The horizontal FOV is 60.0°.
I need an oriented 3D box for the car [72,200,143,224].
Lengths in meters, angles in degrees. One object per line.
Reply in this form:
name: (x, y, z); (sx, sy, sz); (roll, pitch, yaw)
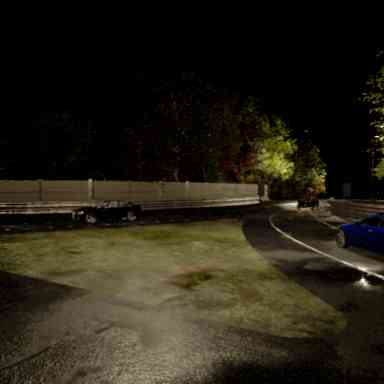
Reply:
car: (-5.961, 1.367, 23.783); (4.902, 1.511, 2.128); (0, 0, -31)

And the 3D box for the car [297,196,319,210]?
car: (13.592, 1.216, 38.761); (2.128, 1.511, 4.902); (0, 0, 29)

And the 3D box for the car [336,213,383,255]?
car: (6.665, 1.436, 11.147); (1.812, 1.442, 4.674); (0, 0, -4)
